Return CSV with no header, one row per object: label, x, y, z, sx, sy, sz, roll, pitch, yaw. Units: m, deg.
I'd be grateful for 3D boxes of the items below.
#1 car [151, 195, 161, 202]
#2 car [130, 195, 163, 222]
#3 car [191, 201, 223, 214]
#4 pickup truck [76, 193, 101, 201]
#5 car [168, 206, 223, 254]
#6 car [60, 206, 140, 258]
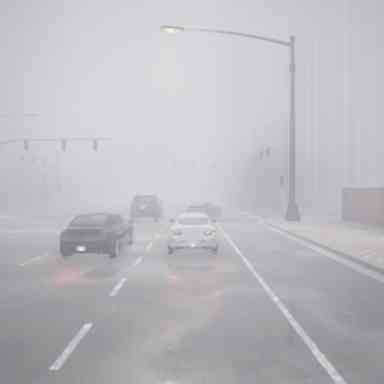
car,-8.066,1.499,74.760,1.882,1.535,5.008,0,0,-1
car,-3.574,1.231,26.706,2.150,2.045,5.566,0,0,-1
car,1.135,1.500,27.620,2.128,1.511,4.902,0,0,21
pickup truck,-24.778,1.081,80.392,2.390,2.098,6.274,0,0,30
car,0.050,1.529,13.476,1.812,1.442,4.674,0,0,0
car,-3.455,1.510,12.831,1.837,1.490,4.892,0,0,0
